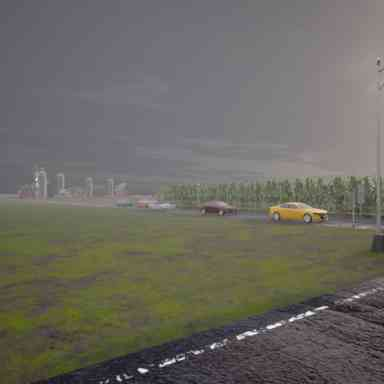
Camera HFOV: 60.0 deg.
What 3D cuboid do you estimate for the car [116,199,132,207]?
[{"bbox_3d":[-13.329,2.123,64.969,1.994,1.385,4.181,0,-1,-34],"label":"car"}]

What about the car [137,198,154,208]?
[{"bbox_3d":[-7.627,1.819,56.612,2.097,1.767,4.553,0,-1,-34],"label":"car"}]

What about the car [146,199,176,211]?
[{"bbox_3d":[-4.205,1.959,46.377,1.895,1.301,4.718,0,-1,-34],"label":"car"}]

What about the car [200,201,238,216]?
[{"bbox_3d":[2.829,1.722,36.030,1.882,1.535,5.008,0,-1,-34],"label":"car"}]

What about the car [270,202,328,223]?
[{"bbox_3d":[8.705,1.627,27.419,1.882,1.535,5.008,0,-1,-34],"label":"car"}]
